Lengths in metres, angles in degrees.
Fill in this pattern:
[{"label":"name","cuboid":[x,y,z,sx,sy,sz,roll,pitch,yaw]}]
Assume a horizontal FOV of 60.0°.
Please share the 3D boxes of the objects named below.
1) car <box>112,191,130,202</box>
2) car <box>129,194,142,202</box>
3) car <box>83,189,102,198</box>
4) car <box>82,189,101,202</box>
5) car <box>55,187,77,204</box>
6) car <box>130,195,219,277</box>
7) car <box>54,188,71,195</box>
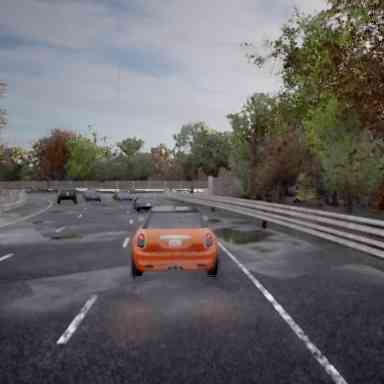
[{"label":"car","cuboid":[-9.390,0.581,44.733,2.033,1.411,5.357,-1,1,-23]},{"label":"car","cuboid":[-4.053,0.936,28.976,1.994,1.385,4.181,0,1,-15]},{"label":"car","cuboid":[-18.376,0.179,61.129,2.128,1.511,4.902,-1,2,-33]},{"label":"car","cuboid":[-13.984,0.570,46.220,1.994,1.385,4.181,-1,1,-25]},{"label":"car","cuboid":[-15.577,0.334,41.313,2.150,2.045,5.566,-1,1,-23]},{"label":"car","cuboid":[-0.536,1.137,9.736,2.097,1.767,4.553,0,1,-4]},{"label":"car","cuboid":[-29.714,-0.151,76.164,1.882,1.535,5.008,-1,2,-43]}]
